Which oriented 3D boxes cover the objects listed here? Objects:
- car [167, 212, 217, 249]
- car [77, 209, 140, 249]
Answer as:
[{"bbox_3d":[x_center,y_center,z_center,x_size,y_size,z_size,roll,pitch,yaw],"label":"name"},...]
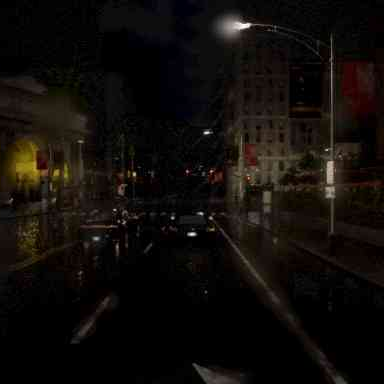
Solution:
[{"bbox_3d":[0.000,1.570,14.588,1.994,1.385,4.181,0,0,0],"label":"car"},{"bbox_3d":[-3.500,1.493,14.588,2.128,1.511,4.902,0,0,0],"label":"car"}]
